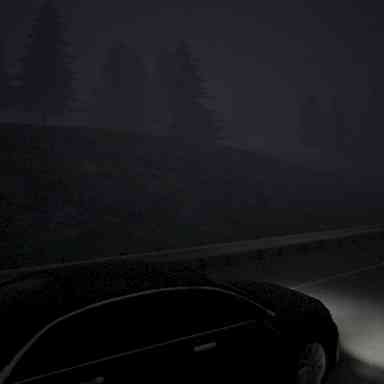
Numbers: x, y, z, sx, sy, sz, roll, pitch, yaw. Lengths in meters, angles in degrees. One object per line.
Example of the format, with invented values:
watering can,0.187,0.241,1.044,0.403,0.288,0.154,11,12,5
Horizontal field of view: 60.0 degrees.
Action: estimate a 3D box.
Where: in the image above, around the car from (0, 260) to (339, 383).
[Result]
car,-0.433,1.498,3.438,4.892,1.490,1.837,0,0,-36
